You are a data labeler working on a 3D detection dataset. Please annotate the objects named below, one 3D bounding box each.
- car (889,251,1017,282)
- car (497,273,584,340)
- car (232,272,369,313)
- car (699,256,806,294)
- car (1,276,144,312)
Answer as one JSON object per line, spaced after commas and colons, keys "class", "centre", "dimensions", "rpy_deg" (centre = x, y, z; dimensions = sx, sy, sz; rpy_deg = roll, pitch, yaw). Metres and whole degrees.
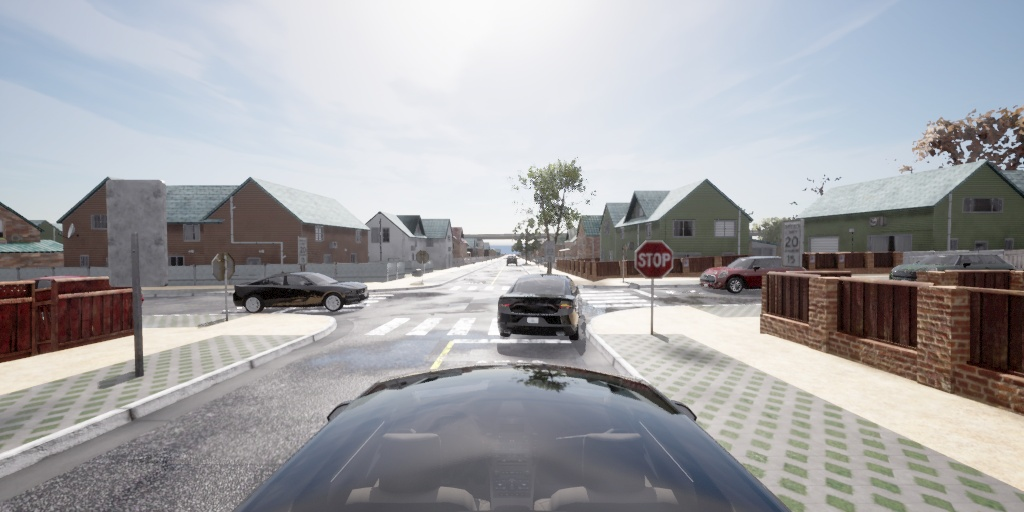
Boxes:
{"class": "car", "centre": [21.700, 0.646, 17.768], "dimensions": [4.553, 1.767, 2.097], "rpy_deg": [-1, 2, 0]}
{"class": "car", "centre": [0.957, 1.225, 10.085], "dimensions": [1.882, 1.535, 5.008], "rpy_deg": [0, 0, 12]}
{"class": "car", "centre": [-8.470, 1.377, 14.611], "dimensions": [5.008, 1.535, 1.882], "rpy_deg": [-1, 2, 0]}
{"class": "car", "centre": [11.805, 0.820, 17.696], "dimensions": [4.553, 1.767, 2.097], "rpy_deg": [-1, 2, 0]}
{"class": "car", "centre": [-18.022, 1.547, 14.547], "dimensions": [5.008, 1.535, 1.882], "rpy_deg": [-1, 2, 0]}
